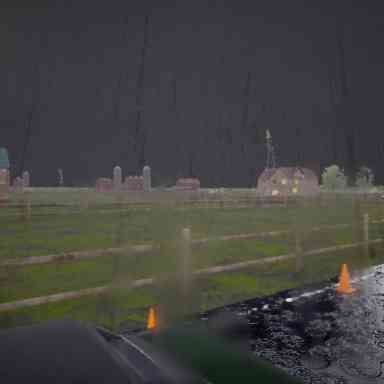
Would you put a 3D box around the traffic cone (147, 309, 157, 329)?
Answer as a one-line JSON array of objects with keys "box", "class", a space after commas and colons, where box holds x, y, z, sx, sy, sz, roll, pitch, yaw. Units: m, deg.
[{"box": [-0.569, 1.955, 4.719, 0.340, 0.580, 0.340, 0, 0, -35], "class": "traffic cone"}]

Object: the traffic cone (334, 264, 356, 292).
[{"box": [3.504, 1.945, 7.620, 0.340, 0.580, 0.340, 0, 0, -35], "class": "traffic cone"}]

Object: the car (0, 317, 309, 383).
[{"box": [-1.338, 1.603, 1.626, 4.718, 1.301, 1.895, 0, 0, -35], "class": "car"}]
